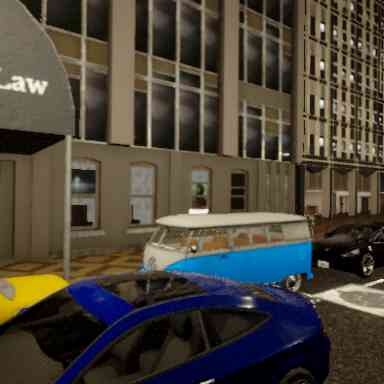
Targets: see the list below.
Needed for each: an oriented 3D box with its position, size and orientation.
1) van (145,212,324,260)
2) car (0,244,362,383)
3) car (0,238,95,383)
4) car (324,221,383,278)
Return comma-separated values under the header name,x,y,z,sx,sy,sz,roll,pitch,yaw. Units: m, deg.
name,x,y,z,sx,sy,sz,roll,pitch,yaw
van,0.862,1.366,7.173,3.998,1.788,1.690,0,0,-36
car,-0.656,1.531,2.885,4.674,1.442,1.812,0,0,-36
car,-3.805,1.521,3.847,4.829,1.417,1.752,0,0,-36
car,5.385,1.617,10.374,4.313,1.339,1.947,0,0,-35
